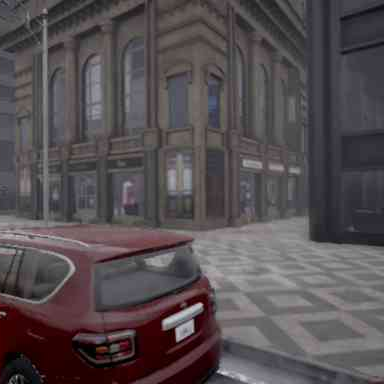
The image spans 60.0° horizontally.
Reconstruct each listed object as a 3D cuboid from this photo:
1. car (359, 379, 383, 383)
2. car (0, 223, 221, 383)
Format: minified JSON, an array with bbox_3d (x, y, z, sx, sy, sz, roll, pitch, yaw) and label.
[{"bbox_3d":[2.557,1.567,1.138,4.206,1.307,1.802,-1,0,36],"label":"car"},{"bbox_3d":[-2.007,1.355,4.403,5.009,1.841,2.192,-1,0,36],"label":"car"}]
